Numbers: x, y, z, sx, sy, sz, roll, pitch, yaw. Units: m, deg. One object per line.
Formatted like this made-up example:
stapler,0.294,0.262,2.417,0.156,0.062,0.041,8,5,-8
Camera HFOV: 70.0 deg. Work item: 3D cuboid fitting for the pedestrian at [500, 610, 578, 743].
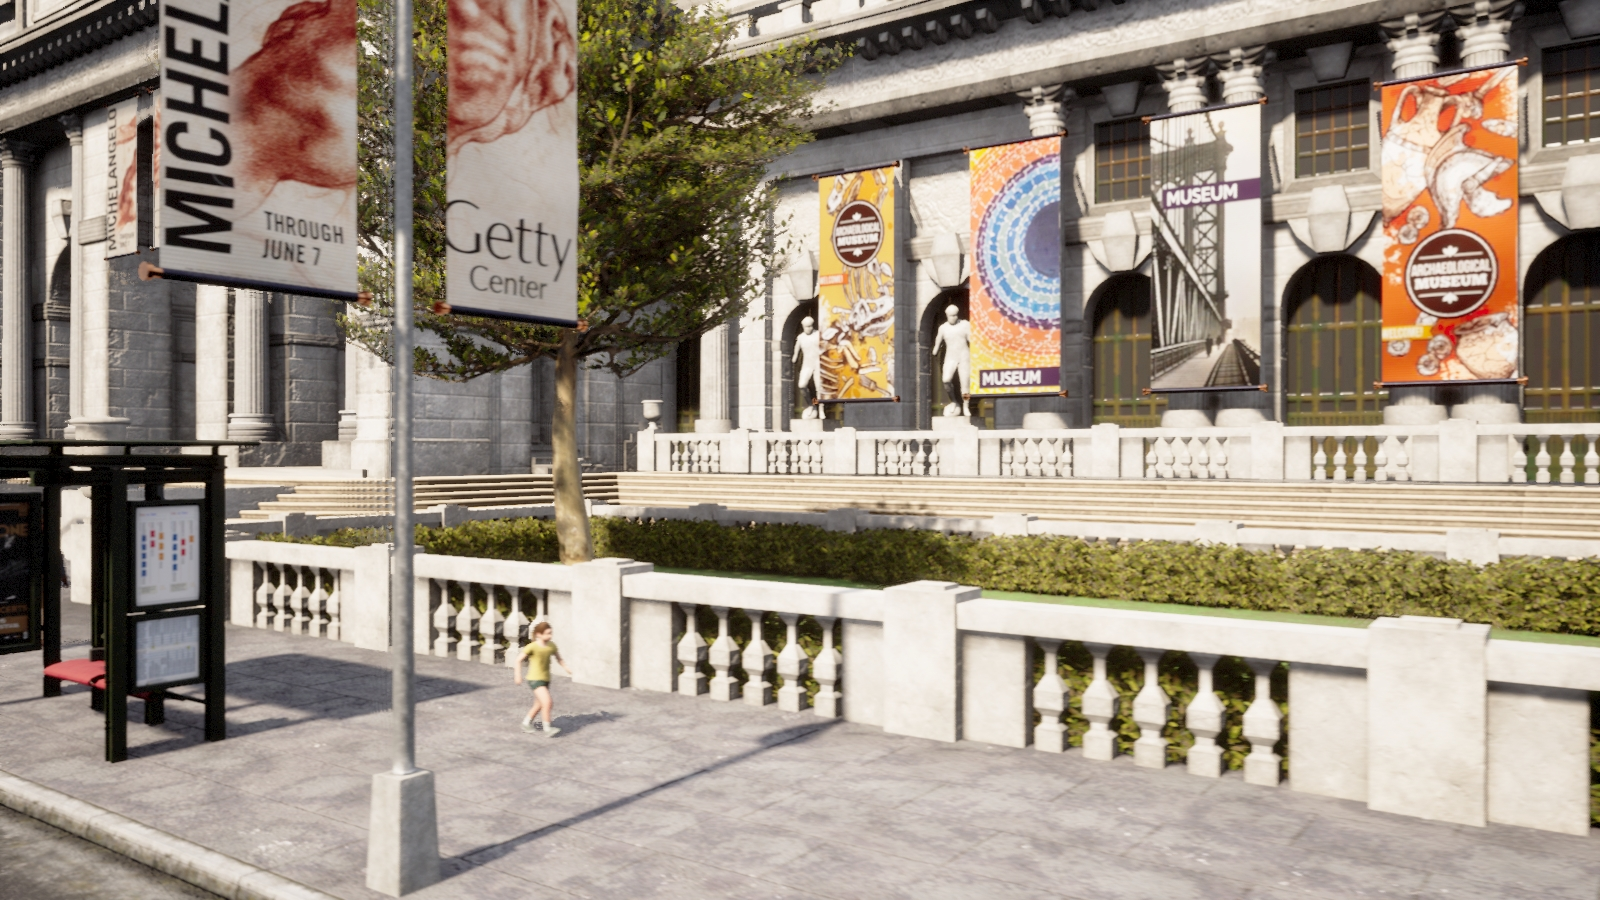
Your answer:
pedestrian,-2.424,2.083,10.611,0.500,1.100,0.500,0,0,29
